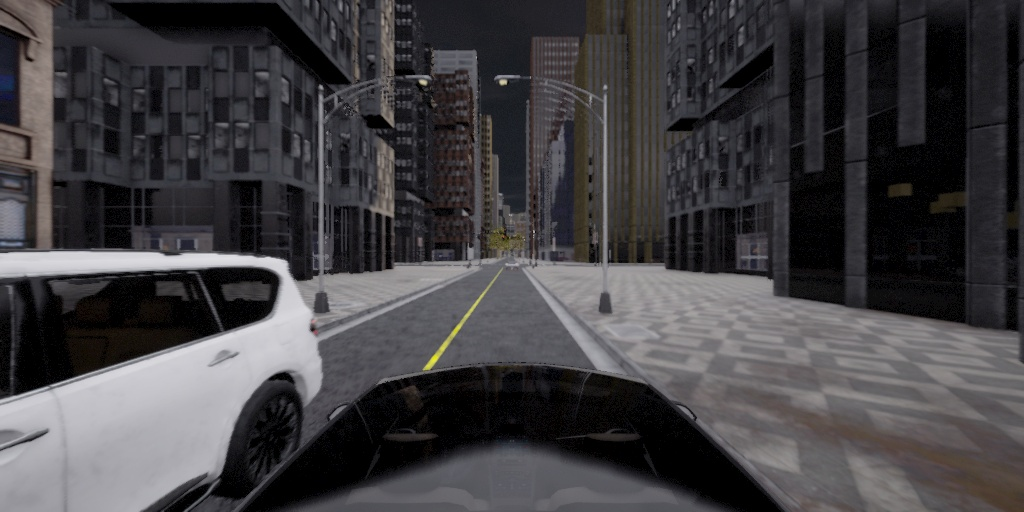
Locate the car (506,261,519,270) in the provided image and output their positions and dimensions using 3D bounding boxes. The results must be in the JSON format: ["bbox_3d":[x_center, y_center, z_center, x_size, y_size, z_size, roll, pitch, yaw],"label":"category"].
[{"bbox_3d":[0.016,1.324,52.855,1.895,1.301,4.718,0,0,0],"label":"car"}]

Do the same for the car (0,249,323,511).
[{"bbox_3d":[-3.093,0.972,1.554,2.150,2.045,5.566,0,0,0],"label":"car"}]
